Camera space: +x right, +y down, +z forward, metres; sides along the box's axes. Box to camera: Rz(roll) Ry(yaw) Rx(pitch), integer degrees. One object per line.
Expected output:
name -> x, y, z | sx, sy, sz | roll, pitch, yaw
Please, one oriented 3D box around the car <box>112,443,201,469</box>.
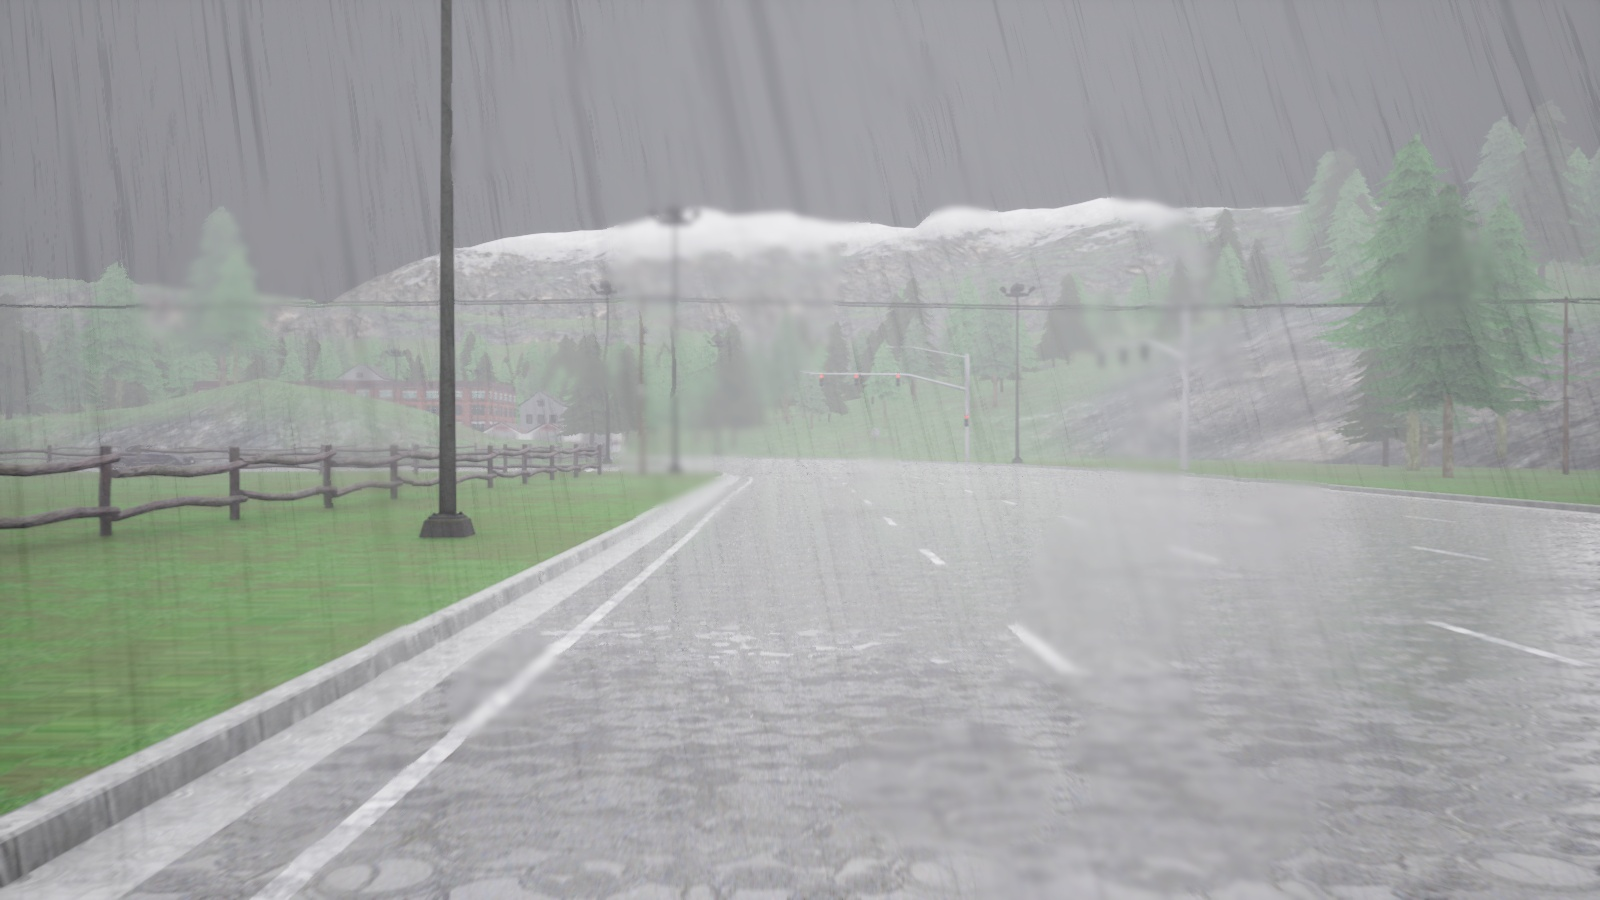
car -> -36.757, 0.330, 71.792 | 4.193, 1.474, 1.816 | 0, 0, -1
